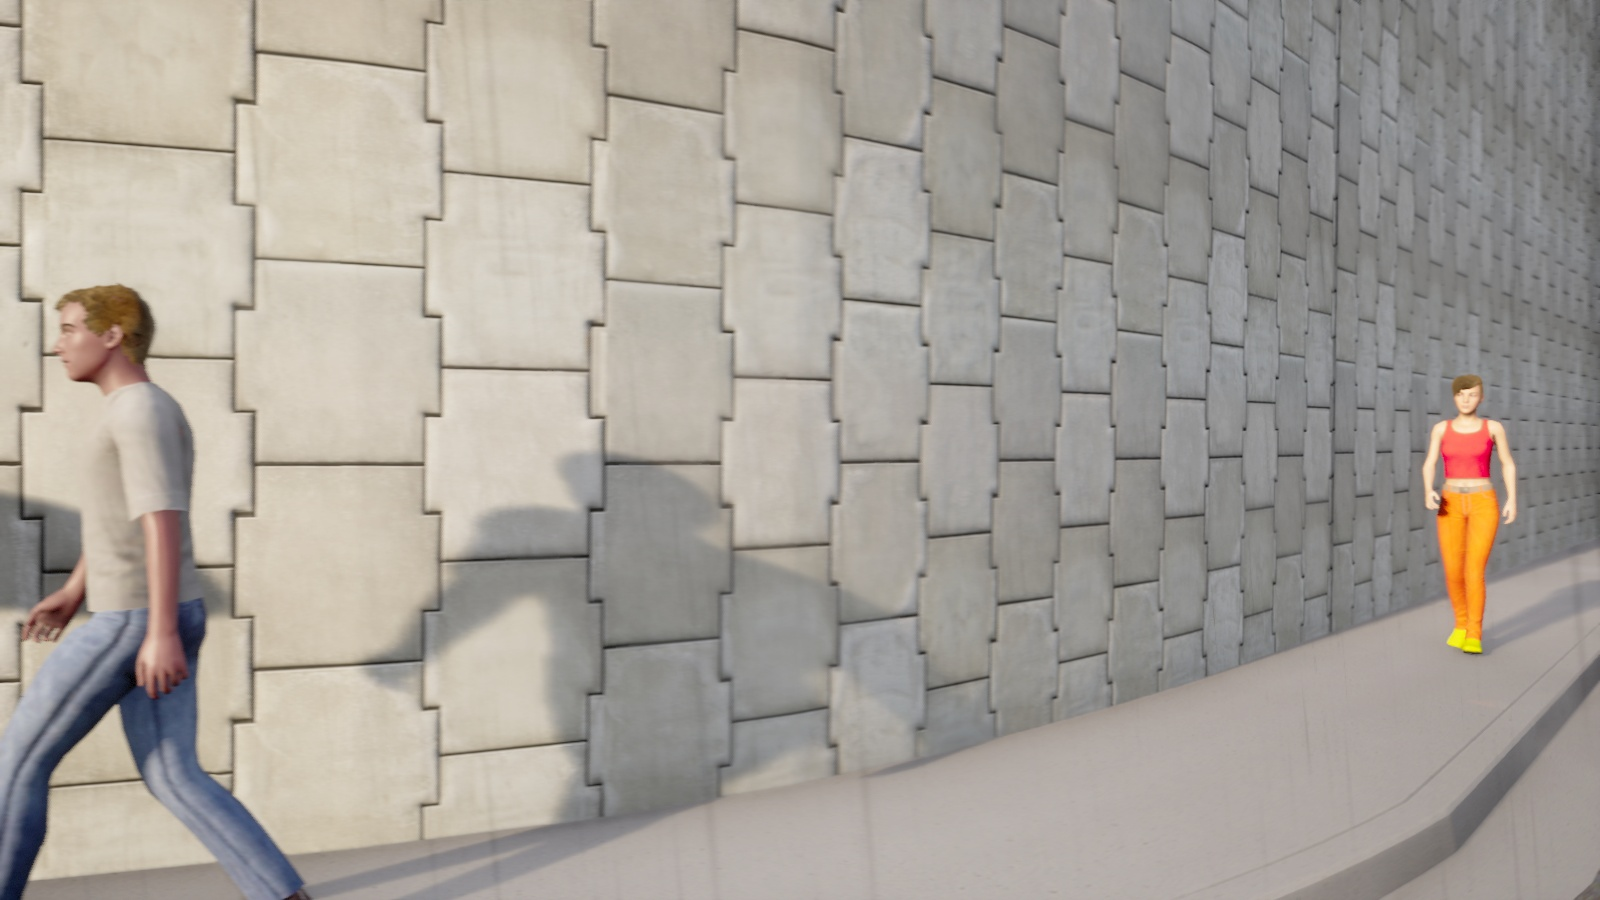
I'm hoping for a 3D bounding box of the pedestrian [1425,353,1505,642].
[{"bbox_3d":[4.398,0.297,8.301,0.345,1.836,0.594,0,1,39],"label":"pedestrian"}]

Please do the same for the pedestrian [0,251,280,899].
[{"bbox_3d":[-1.756,0.436,3.251,0.706,1.836,0.354,-1,1,-18],"label":"pedestrian"}]
